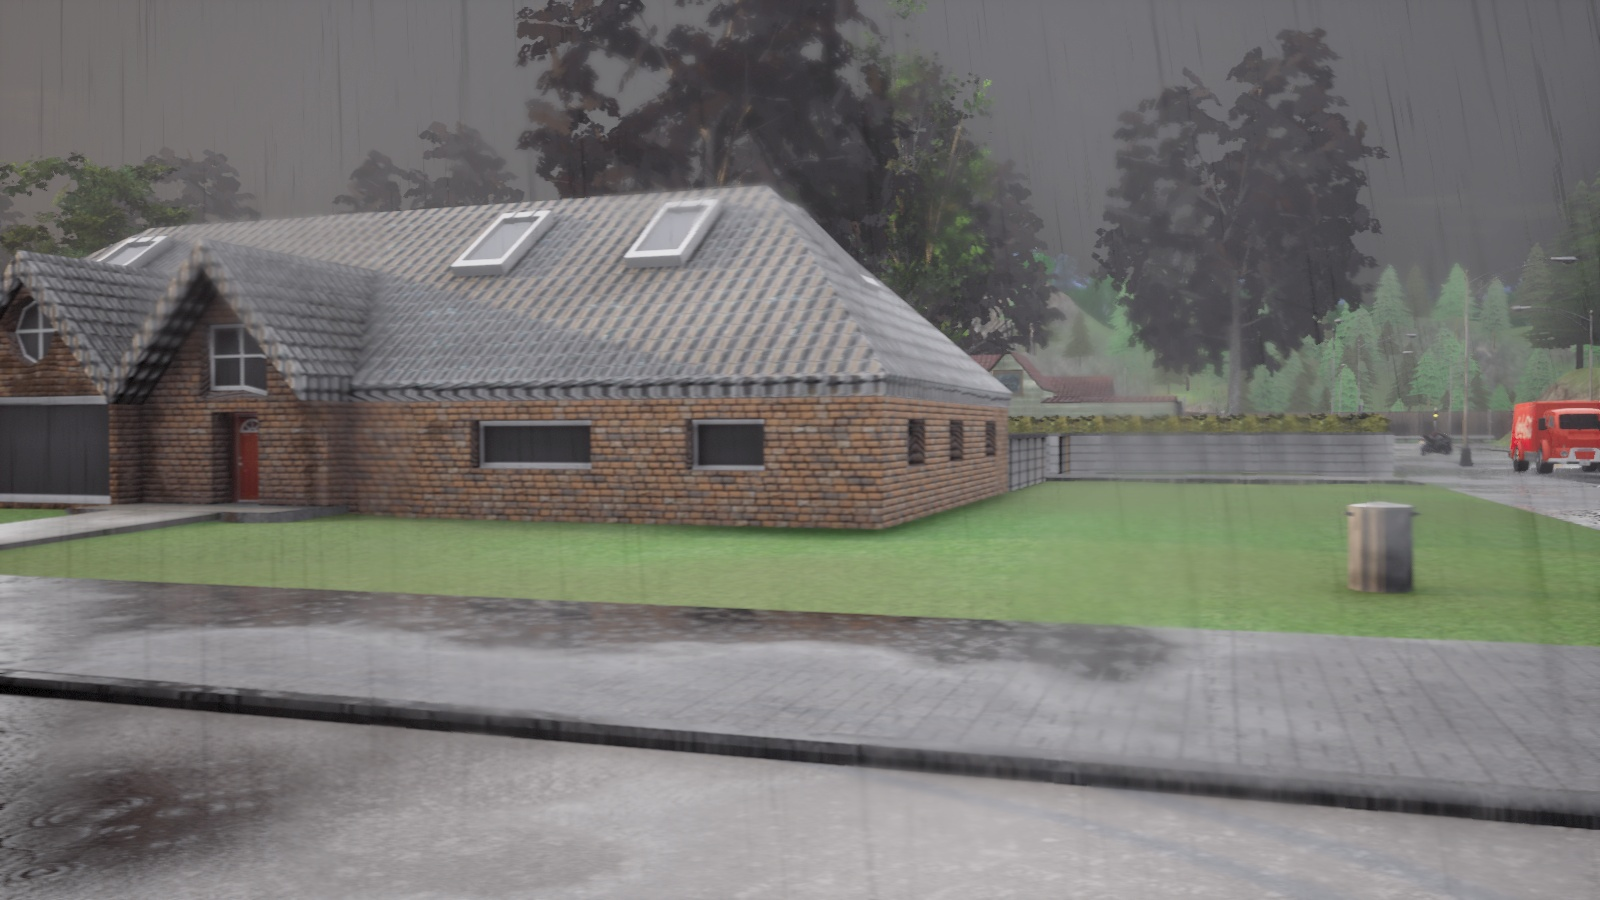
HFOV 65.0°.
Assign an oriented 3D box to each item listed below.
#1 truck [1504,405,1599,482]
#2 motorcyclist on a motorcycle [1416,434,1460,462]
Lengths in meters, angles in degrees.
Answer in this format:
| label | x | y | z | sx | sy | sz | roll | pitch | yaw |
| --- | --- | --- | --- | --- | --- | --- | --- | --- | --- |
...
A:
| label | x | y | z | sx | sy | sz | roll | pitch | yaw |
| --- | --- | --- | --- | --- | --- | --- | --- | --- | --- |
| truck | 26.228 | -0.247 | 43.167 | 2.627 | 2.467 | 5.204 | 1 | 1 | 19 |
| motorcyclist on a motorcycle | 35.156 | -0.108 | 69.191 | 2.191 | 1.530 | 0.866 | 0 | 0 | -20 |
